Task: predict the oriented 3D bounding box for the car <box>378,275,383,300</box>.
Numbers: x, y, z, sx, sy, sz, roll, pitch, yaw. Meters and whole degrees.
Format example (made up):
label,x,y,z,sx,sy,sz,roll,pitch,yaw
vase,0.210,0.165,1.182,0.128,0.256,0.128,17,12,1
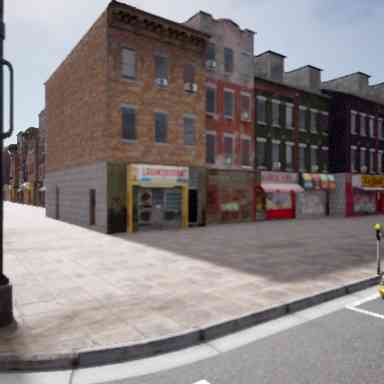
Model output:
label,x,y,z,sx,sy,sz,roll,pitch,yaw
car,5.593,1.502,6.777,4.829,1.417,1.752,0,0,-35
